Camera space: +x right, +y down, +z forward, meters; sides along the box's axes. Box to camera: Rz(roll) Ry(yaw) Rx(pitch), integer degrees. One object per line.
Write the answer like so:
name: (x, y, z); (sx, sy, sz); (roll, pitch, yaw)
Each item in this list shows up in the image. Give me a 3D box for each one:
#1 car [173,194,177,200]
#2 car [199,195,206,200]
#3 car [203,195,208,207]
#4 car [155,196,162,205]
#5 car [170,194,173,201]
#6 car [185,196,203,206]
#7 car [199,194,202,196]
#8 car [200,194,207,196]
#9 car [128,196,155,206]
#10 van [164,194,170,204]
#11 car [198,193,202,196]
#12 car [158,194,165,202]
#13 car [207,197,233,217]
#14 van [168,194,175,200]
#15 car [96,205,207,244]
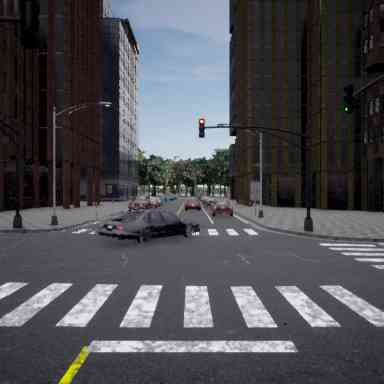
car: (-5.744, 1.597, 86.103); (1.947, 1.339, 4.313); (0, 0, 0)
car: (2.782, 1.561, 91.709); (1.752, 1.417, 4.829); (0, 0, 0)
car: (2.773, 1.560, 48.038); (2.008, 1.369, 4.403); (0, 0, 0)
car: (-5.752, 1.592, 48.040); (1.802, 1.307, 4.206); (0, 0, 0)
car: (-5.747, 1.571, 69.791); (2.008, 1.369, 4.403); (0, 0, 0)
car: (0.109, 1.572, 43.650); (1.994, 1.385, 4.181); (0, 0, 0)
car: (2.777, 1.542, 64.521); (1.752, 1.417, 4.829); (0, 0, 0)
car: (2.775, 1.559, 58.914); (1.887, 1.381, 4.507); (0, 0, 0)
car: (-5.755, 1.321, 37.165); (2.192, 1.841, 5.009); (0, 0, 0)
van: (-5.749, 1.358, 64.353); (1.690, 1.788, 3.998); (0, 0, 0)
car: (2.779, 1.549, 75.396); (1.752, 1.417, 4.829); (0, 0, 0)
car: (-5.751, 1.537, 53.308); (1.752, 1.417, 4.829); (0, 0, 0)
car: (2.769, 1.444, 31.726); (1.967, 1.590, 4.097); (0, 0, 0)
van: (-5.743, 1.377, 91.541); (1.690, 1.788, 3.998); (0, 0, 0)
car: (-1.860, 1.537, 15.813); (2.033, 1.411, 5.357); (1, 0, 39)
